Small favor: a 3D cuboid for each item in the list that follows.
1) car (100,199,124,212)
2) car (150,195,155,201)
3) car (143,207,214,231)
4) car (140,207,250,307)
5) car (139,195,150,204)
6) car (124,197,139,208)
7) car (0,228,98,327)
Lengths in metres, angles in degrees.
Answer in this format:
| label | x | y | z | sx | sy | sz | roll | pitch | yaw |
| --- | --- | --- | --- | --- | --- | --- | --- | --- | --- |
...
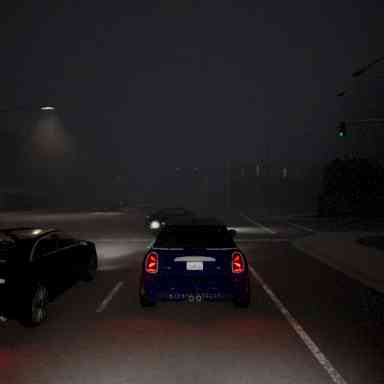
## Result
| label | x | y | z | sx | sy | sz | roll | pitch | yaw |
| --- | --- | --- | --- | --- | --- | --- | --- | --- | --- |
| car | -10.669 | 1.857 | 43.910 | 1.812 | 1.442 | 4.674 | 0 | 0 | 0 |
| car | -10.640 | 1.471 | 84.465 | 2.097 | 1.767 | 4.553 | 0 | 0 | 0 |
| car | -0.799 | 1.656 | 20.739 | 4.181 | 1.385 | 1.994 | 0 | -1 | 0 |
| car | 0.060 | 1.364 | 8.155 | 2.097 | 1.767 | 4.553 | 0 | 0 | 0 |
| car | -10.615 | 1.730 | 69.568 | 1.882 | 1.535 | 5.008 | 0 | 1 | 0 |
| car | -10.675 | 1.738 | 55.654 | 2.097 | 1.767 | 4.553 | 0 | 0 | 1 |
| car | -3.446 | 1.503 | 7.015 | 2.128 | 1.511 | 4.902 | 0 | 0 | 0 |
